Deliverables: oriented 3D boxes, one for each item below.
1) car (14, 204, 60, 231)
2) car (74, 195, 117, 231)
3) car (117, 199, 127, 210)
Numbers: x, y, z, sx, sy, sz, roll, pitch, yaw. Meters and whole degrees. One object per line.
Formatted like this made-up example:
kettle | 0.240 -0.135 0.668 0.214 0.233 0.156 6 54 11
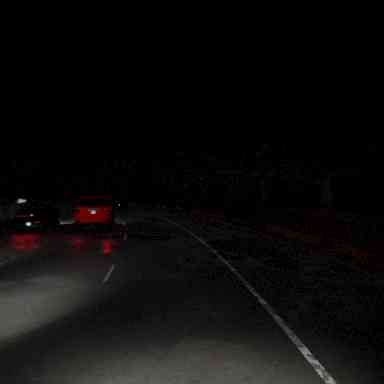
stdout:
car | -9.638 1.506 20.932 1.837 1.490 4.892 0 0 -12
car | -6.039 1.222 21.024 2.150 2.045 5.566 0 0 -12
car | -9.775 1.563 42.850 1.994 1.385 4.181 0 0 -24
